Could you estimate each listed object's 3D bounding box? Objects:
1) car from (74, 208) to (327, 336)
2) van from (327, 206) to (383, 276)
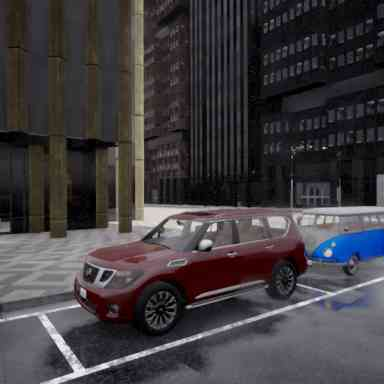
[{"bbox_3d":[0.278,1.315,6.857,5.009,1.841,2.192,0,0,-36],"label":"car"},{"bbox_3d":[4.776,1.341,10.066,3.998,1.788,1.690,0,0,-36],"label":"van"}]
